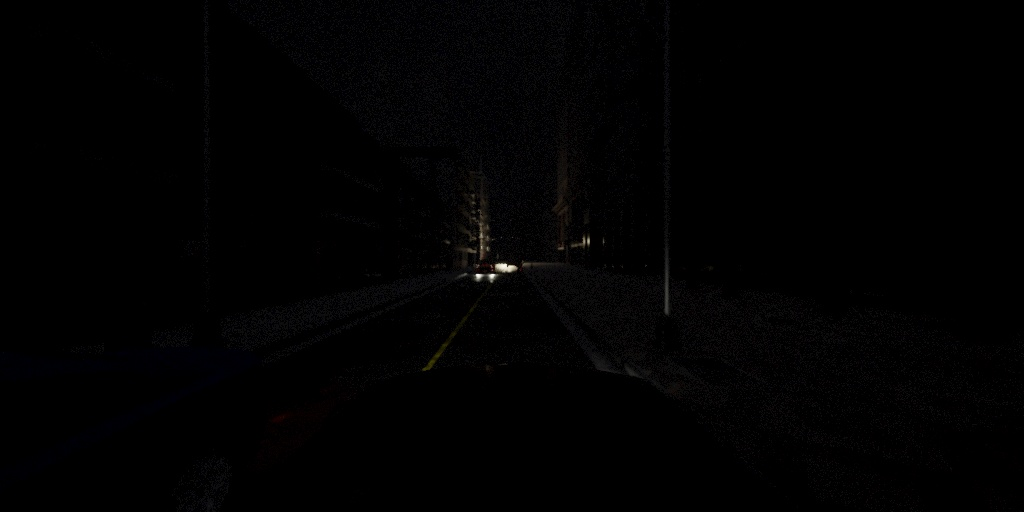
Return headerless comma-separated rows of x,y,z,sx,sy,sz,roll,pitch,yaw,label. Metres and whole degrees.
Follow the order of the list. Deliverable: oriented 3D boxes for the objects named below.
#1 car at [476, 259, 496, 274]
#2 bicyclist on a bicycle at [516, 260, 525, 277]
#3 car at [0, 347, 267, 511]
-3.081,1.177,42.690,2.097,1.767,4.553,0,0,0,car
0.831,1.239,34.260,0.866,1.612,1.509,0,-1,0,bicyclist on a bicycle
-3.101,1.228,1.069,1.882,1.535,5.008,0,0,0,car
